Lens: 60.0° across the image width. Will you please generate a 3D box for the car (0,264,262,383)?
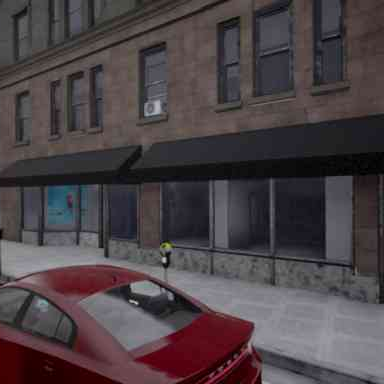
[{"bbox_3d":[-1.447,1.550,3.878,4.507,1.381,1.887,0,-1,35],"label":"car"}]
